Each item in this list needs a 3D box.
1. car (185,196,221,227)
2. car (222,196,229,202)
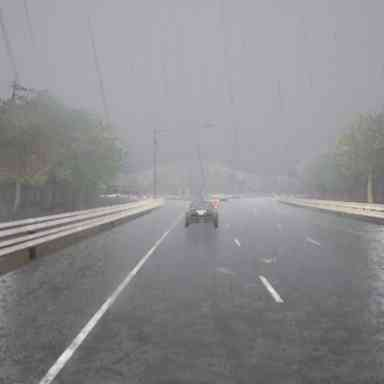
[{"bbox_3d":[0.712,1.363,22.990,2.097,1.767,4.553,0,0,3],"label":"car"},{"bbox_3d":[7.533,1.643,77.403,1.895,1.301,4.718,0,0,11],"label":"car"}]
